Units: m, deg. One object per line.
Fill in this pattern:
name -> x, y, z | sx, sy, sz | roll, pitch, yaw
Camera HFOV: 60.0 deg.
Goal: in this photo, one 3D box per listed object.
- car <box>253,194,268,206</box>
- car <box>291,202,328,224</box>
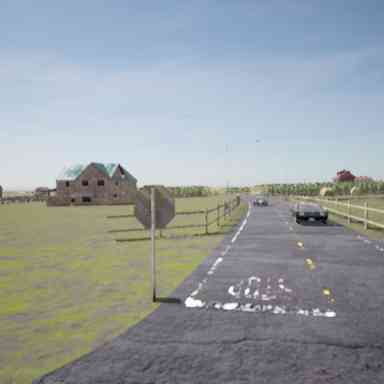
car -> 9.331, 1.093, 45.433 | 2.128, 1.511, 4.902 | -1, 0, 10
car -> 7.800, 1.361, 22.510 | 1.895, 1.301, 4.718 | -1, 0, 12
